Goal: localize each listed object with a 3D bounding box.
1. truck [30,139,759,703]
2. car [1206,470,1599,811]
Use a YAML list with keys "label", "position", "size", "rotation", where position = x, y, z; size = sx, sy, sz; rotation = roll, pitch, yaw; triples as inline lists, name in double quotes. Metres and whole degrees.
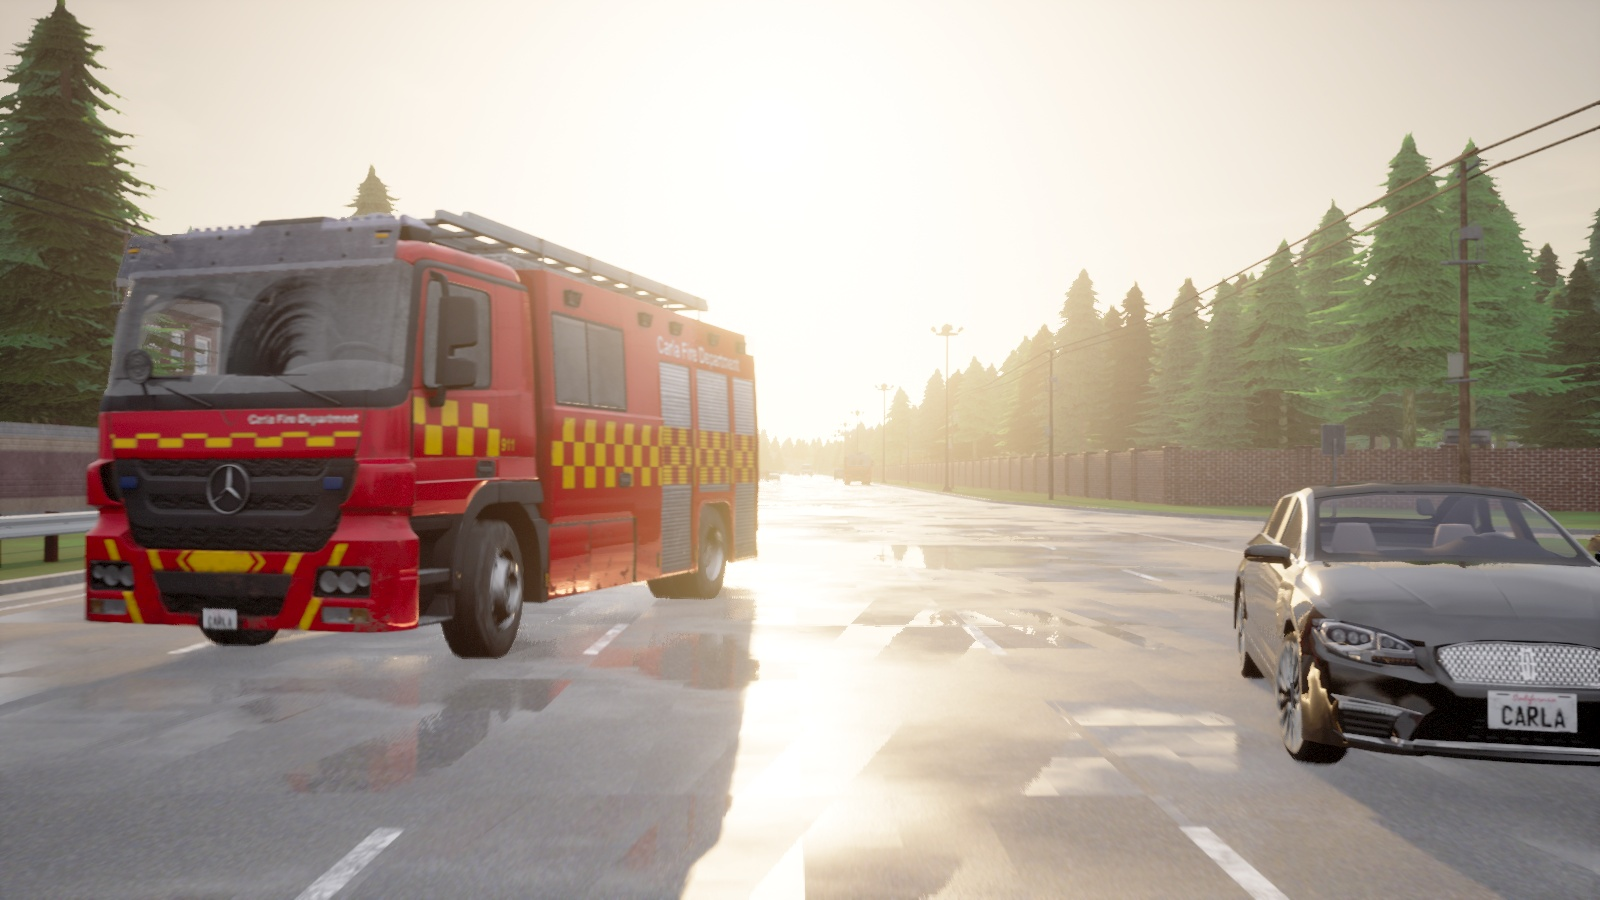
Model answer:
- label: "truck"
  position: [-3.137, -0.120, 12.986]
  size: [2.891, 3.827, 8.468]
  rotation: [-1, -1, 16]
- label: "car"
  position: [3.892, 0.890, 8.030]
  size: [2.128, 1.511, 4.902]
  rotation: [-1, -1, 14]
